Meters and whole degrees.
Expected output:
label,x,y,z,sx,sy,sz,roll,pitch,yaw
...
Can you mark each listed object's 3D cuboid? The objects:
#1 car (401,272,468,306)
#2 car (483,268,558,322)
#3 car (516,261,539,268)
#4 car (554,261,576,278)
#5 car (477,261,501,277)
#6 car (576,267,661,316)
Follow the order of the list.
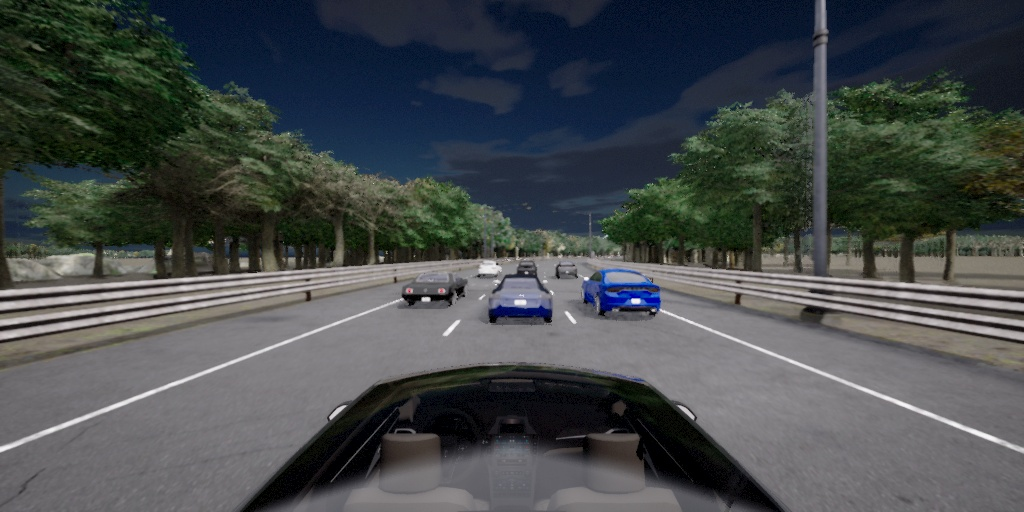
label,x,y,z,sx,sy,sz,roll,pitch,yaw
car,-3.112,1.322,15.515,1.895,1.301,4.718,0,0,2
car,0.295,1.295,12.246,1.994,1.385,4.181,0,0,2
car,1.419,1.197,33.032,1.837,1.490,4.892,0,0,5
car,4.930,1.188,33.040,2.128,1.511,4.902,0,0,5
car,-2.046,1.212,33.641,1.812,1.442,4.674,0,0,5
car,3.827,1.211,13.339,1.882,1.535,5.008,0,0,2
